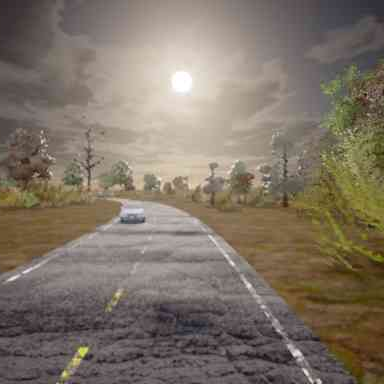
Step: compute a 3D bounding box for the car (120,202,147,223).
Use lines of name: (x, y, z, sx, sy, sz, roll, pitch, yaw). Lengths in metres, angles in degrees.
car: (-4.546, 1.534, 26.187, 1.812, 1.442, 4.674, 0, 0, -6)
